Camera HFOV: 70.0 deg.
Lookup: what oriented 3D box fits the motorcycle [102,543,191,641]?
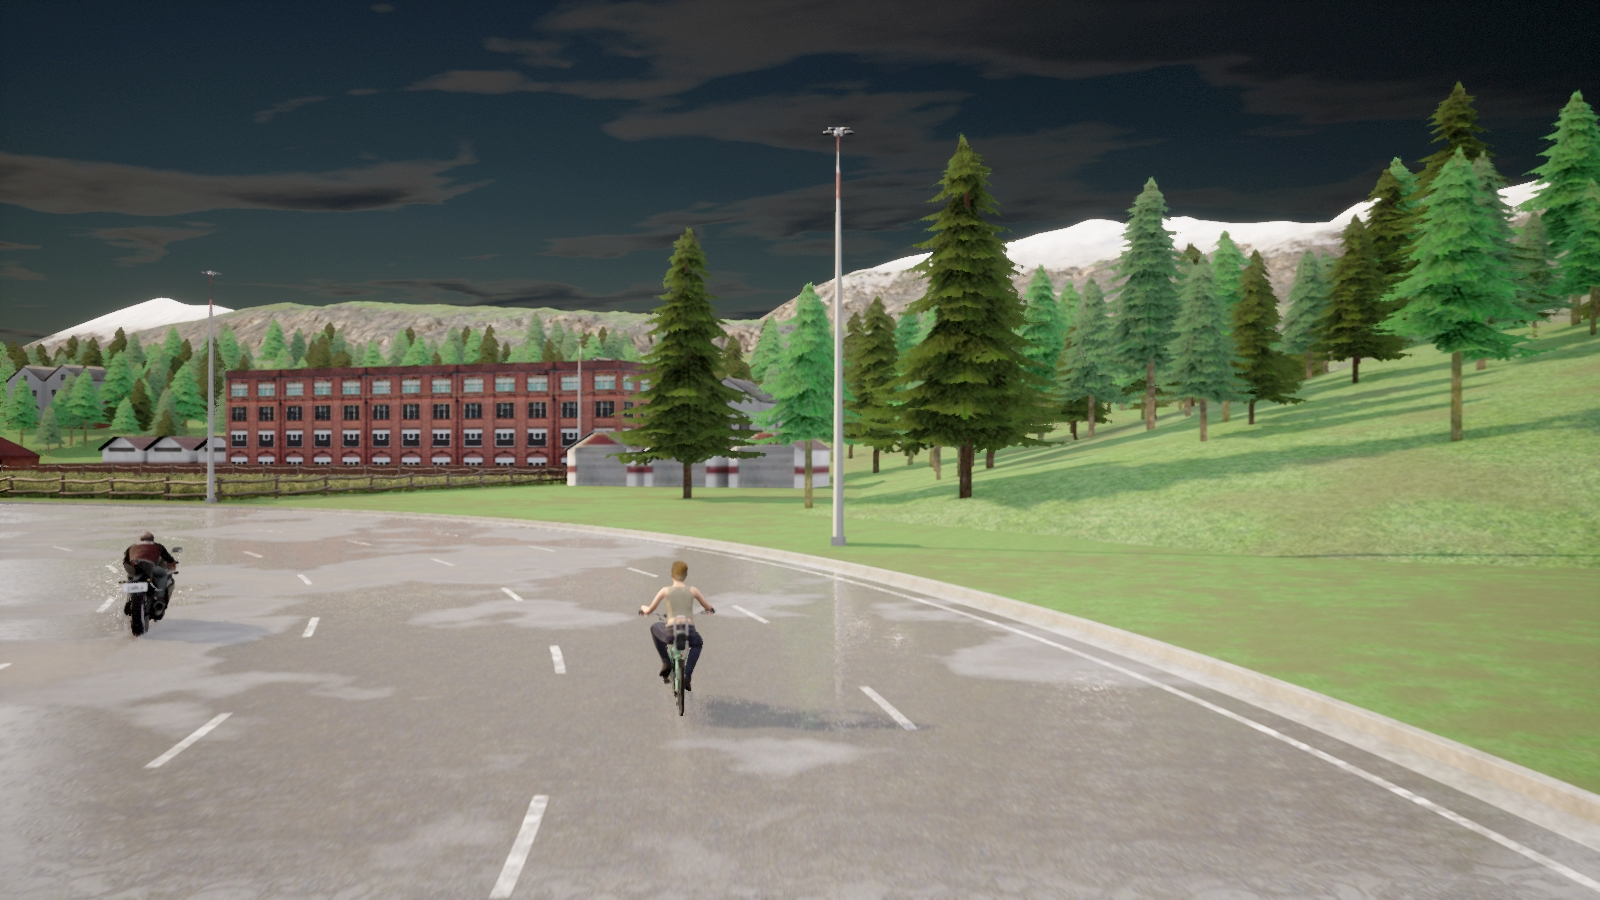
[{"bbox_3d":[-10.370,2.213,18.212,0.867,1.251,2.209,-2,1,-21],"label":"motorcycle"}]

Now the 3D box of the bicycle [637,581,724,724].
[{"bbox_3d":[-1.331,2.163,12.501,0.859,1.276,1.487,0,0,-10],"label":"bicycle"}]
